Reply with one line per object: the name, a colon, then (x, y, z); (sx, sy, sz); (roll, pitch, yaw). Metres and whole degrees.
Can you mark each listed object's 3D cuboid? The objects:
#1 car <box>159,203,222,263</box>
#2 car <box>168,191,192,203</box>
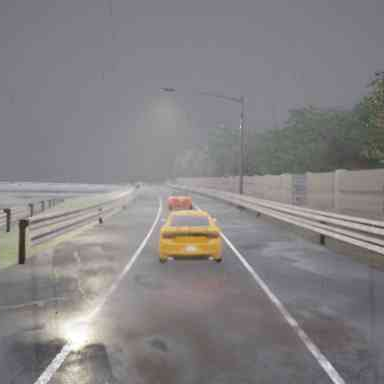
car: (-0.097, 1.377, 11.708); (1.882, 1.535, 5.008); (0, 1, -2)
car: (-1.116, 0.638, 31.036); (2.097, 1.767, 4.553); (0, 2, -4)
